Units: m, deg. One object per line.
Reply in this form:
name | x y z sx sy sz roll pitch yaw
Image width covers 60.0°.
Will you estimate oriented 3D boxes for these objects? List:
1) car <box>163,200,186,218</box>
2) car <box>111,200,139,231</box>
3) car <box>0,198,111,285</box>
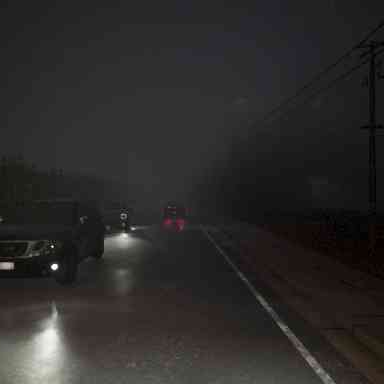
car | -1.570 1.491 29.847 2.128 1.511 4.902 0 0 -3
car | -4.689 1.352 20.282 2.097 1.767 4.553 0 0 -3
car | -4.097 1.220 9.833 2.150 2.045 5.566 0 0 -3
